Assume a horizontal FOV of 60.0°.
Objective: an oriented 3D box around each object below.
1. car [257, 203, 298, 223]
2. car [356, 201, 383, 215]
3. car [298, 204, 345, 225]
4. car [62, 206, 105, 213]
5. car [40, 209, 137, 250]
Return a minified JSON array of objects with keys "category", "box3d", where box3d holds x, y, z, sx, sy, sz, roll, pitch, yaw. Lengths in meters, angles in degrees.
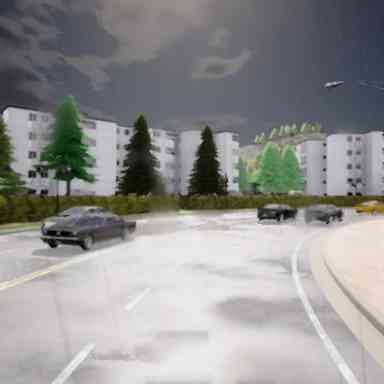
[{"category":"car","box3d":[7.262,1.661,27.851,1.882,1.535,5.008,0,0,40]},{"category":"car","box3d":[21.151,1.776,38.399,5.008,1.535,1.882,0,-1,-26]},{"category":"car","box3d":[10.469,1.695,26.215,1.837,1.490,4.892,0,0,41]},{"category":"car","box3d":[-6.376,1.573,19.339,2.128,1.511,4.902,0,0,23]},{"category":"car","box3d":[-4.389,1.665,14.867,1.895,1.301,4.718,0,0,20]}]
